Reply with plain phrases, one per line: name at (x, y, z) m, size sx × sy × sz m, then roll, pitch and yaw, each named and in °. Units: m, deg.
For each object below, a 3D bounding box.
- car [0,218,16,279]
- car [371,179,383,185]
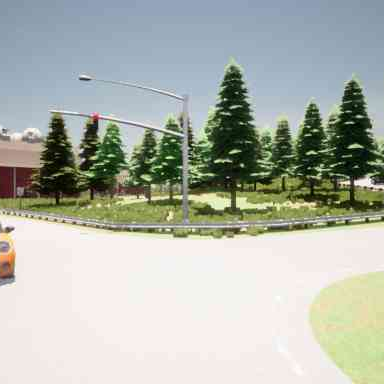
car at (-6.256, 1.352, 9.420) m, size 2.097 × 1.767 × 4.553 m, roll 0°, pitch 0°, yaw -31°
car at (29.010, -1.912, 51.528) m, size 1.837 × 1.490 × 4.892 m, roll 0°, pitch 5°, yaw 21°
